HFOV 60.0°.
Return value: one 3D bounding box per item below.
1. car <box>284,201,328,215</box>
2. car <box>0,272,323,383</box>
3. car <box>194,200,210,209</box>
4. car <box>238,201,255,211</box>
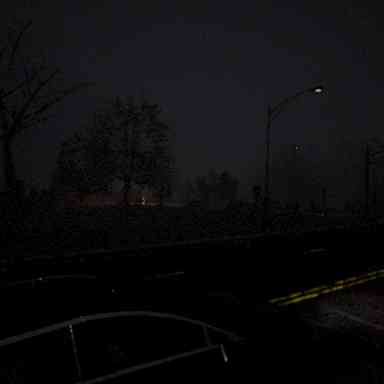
[{"bbox_3d":[12.663,1.753,37.083,1.882,1.535,5.008,2,-2,-36],"label":"car"},{"bbox_3d":[-0.865,1.496,2.822,4.902,1.511,2.128,0,0,-36],"label":"car"},{"bbox_3d":[1.069,1.922,53.243,1.812,1.442,4.674,2,-2,-35],"label":"car"},{"bbox_3d":[6.848,1.896,45.024,1.994,1.385,4.181,3,-2,-37],"label":"car"}]
